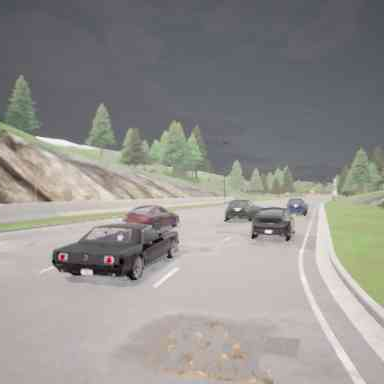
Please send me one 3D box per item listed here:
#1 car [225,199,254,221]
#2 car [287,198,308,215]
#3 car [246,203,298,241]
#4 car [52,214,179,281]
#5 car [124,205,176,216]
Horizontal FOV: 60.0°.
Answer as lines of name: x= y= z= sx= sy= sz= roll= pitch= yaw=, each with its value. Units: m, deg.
car: x=4.152 y=1.392 z=26.882 sx=2.097 sy=1.767 sz=4.553 roll=1 pitch=0 yaw=21
car: x=11.239 y=1.461 z=35.596 sx=2.097 sy=1.767 sz=4.553 roll=1 pitch=0 yaw=21
car: x=4.279 y=1.546 z=17.277 sx=1.837 sy=1.490 sz=4.892 roll=0 pitch=0 yaw=20
car: x=-1.866 y=1.583 z=9.886 sx=1.895 sy=1.301 sz=4.718 roll=1 pitch=0 yaw=15
car: x=-2.339 y=1.503 z=19.536 sx=1.812 sy=1.442 sz=4.674 roll=0 pitch=0 yaw=20
